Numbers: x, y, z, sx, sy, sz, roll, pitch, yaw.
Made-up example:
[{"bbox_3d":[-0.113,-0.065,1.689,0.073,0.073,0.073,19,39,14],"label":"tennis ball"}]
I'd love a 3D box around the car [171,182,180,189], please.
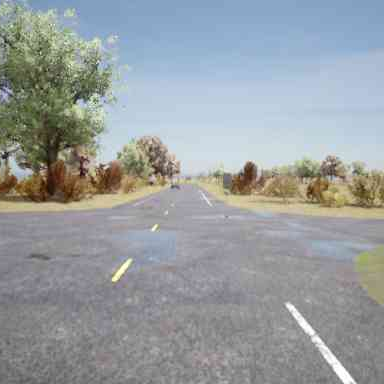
[{"bbox_3d":[-3.523,-1.362,71.011,1.882,1.535,5.008,0,2,0],"label":"car"}]
